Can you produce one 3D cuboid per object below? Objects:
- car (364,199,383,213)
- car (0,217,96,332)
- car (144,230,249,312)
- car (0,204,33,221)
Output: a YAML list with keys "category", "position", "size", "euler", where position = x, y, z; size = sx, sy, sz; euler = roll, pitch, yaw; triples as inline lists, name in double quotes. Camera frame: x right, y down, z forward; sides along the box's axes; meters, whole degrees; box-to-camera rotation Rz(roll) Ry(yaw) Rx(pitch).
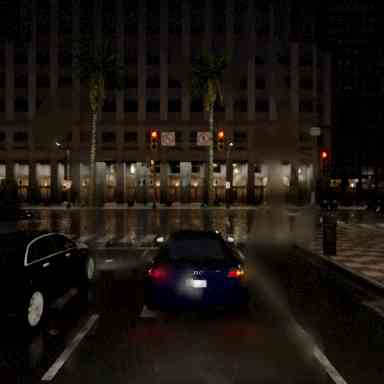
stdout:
- category: "car"
  position: [21.655, 1.489, 36.752]
  size: [4.902, 1.511, 2.128]
  euler: [0, 0, 0]
- category: "car"
  position: [-3.419, 1.504, 6.785]
  size: [1.837, 1.490, 4.892]
  euler: [0, 0, 0]
- category: "car"
  position: [0.087, 1.564, 7.789]
  size: [1.994, 1.385, 4.181]
  euler: [0, 0, 0]
- category: "car"
  position: [-14.512, 1.609, 25.540]
  size: [4.181, 1.385, 1.994]
  euler: [0, 0, -1]
